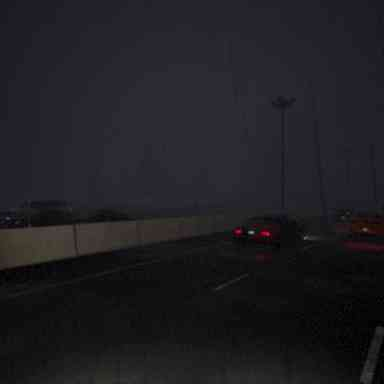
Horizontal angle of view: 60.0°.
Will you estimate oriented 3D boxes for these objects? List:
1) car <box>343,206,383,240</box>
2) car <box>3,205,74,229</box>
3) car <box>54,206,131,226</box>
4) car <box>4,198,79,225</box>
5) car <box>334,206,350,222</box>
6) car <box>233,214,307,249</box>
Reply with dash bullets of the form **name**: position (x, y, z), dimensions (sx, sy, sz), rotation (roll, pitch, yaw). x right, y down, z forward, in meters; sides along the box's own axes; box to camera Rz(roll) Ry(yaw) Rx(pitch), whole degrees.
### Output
- **car**: position (10.209, 1.806, 18.969), dimensions (1.882, 1.535, 5.008), rotation (0, -1, 34)
- **car**: position (-9.549, 1.779, 21.348), dimensions (1.812, 1.442, 4.674), rotation (0, -1, 34)
- **car**: position (-5.786, 1.786, 20.667), dimensions (1.812, 1.442, 4.674), rotation (0, -1, 34)
- **car**: position (-12.888, 1.587, 28.911), dimensions (2.150, 2.045, 5.566), rotation (0, -1, 34)
- **car**: position (15.379, 2.184, 32.858), dimensions (1.837, 1.490, 4.892), rotation (0, -1, 34)
- **car**: position (3.864, 1.774, 15.833), dimensions (2.033, 1.411, 5.357), rotation (0, -1, 34)
